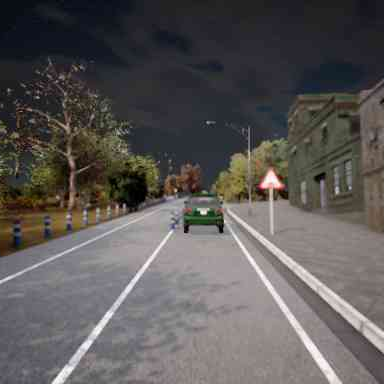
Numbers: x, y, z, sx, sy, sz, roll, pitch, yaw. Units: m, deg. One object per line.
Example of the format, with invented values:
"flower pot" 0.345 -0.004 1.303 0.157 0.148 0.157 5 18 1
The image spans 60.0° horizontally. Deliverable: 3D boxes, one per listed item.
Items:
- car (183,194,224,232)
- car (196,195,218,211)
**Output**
"car" 0.667 1.106 19.283 2.150 2.045 5.566 0 0 2
"car" 1.796 1.199 37.714 1.882 1.535 5.008 -1 1 10
